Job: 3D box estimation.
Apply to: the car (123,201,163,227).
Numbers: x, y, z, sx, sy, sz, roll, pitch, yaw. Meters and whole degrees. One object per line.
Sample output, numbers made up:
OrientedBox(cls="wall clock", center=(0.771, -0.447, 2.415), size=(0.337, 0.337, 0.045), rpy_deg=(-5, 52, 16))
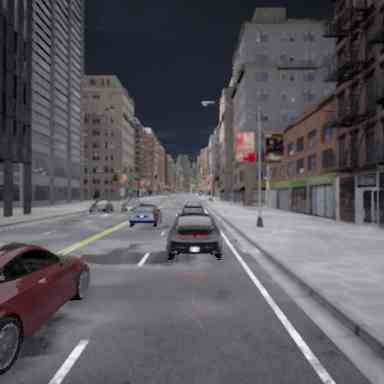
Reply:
OrientedBox(cls="car", center=(-3.157, 1.601, 23.464), size=(2.033, 1.411, 5.357), rpy_deg=(0, 0, 0))

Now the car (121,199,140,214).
OrientedBox(cls="car", center=(-6.577, 1.568, 36.975), size=(2.128, 1.511, 4.902), rpy_deg=(0, 0, 0))

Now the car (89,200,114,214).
OrientedBox(cls="car", center=(-9.829, 1.601, 36.418), size=(1.812, 1.442, 4.674), rpy_deg=(0, 0, 0))

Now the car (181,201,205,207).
OrientedBox(cls="car", center=(0.103, 1.554, 28.761), size=(2.128, 1.511, 4.902), rpy_deg=(0, 0, 0))

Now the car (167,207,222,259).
OrientedBox(cls="car", center=(0.097, 1.536, 12.722), size=(1.837, 1.490, 4.892), rpy_deg=(0, 0, 0))

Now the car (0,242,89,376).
OrientedBox(cls="car", center=(-3.182, 1.540, 5.425), size=(1.812, 1.442, 4.674), rpy_deg=(0, 0, 0))
